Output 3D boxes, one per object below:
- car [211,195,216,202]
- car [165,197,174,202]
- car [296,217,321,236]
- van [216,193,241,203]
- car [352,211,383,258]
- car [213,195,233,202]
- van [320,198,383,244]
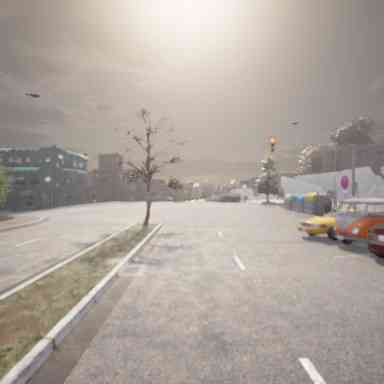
[{"bbox_3d":[7.914,1.637,78.124,5.366,1.575,1.946,1,-1,-20],"label":"car"},{"bbox_3d":[-5.860,1.925,87.446,1.994,1.385,4.181,0,-1,0],"label":"car"},{"bbox_3d":[7.902,1.481,16.910,5.366,1.575,1.946,1,0,-20],"label":"car"},{"bbox_3d":[7.980,1.205,69.220,4.442,1.987,1.878,1,-1,-20],"label":"van"},{"bbox_3d":[8.099,1.515,11.024,4.792,1.488,2.163,1,0,-20],"label":"car"},{"bbox_3d":[8.121,1.730,87.134,4.553,1.767,2.185,1,-1,-20],"label":"car"},{"bbox_3d":[7.968,1.259,13.951,4.442,1.987,1.878,1,0,-20],"label":"van"}]
